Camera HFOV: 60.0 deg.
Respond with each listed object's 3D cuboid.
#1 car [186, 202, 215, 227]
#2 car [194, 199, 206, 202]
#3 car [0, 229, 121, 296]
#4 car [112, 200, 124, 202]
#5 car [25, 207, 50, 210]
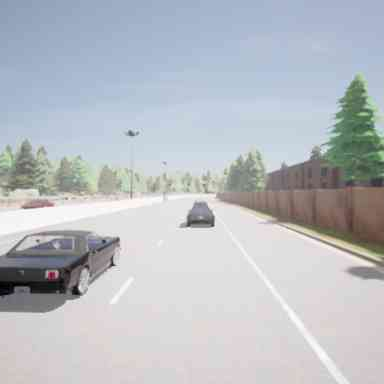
[{"bbox_3d":[0.625,1.668,24.069,1.994,1.385,4.181,0,0,1],"label":"car"},{"bbox_3d":[1.042,1.672,42.070,2.128,1.511,4.902,0,0,1],"label":"car"},{"bbox_3d":[-3.224,1.621,8.638,1.895,1.301,4.718,0,0,1],"label":"car"},{"bbox_3d":[-12.723,1.775,56.958,1.895,1.301,4.718,0,0,2],"label":"car"},{"bbox_3d":[-16.777,1.545,36.229,1.882,1.535,5.008,0,0,2],"label":"car"}]
